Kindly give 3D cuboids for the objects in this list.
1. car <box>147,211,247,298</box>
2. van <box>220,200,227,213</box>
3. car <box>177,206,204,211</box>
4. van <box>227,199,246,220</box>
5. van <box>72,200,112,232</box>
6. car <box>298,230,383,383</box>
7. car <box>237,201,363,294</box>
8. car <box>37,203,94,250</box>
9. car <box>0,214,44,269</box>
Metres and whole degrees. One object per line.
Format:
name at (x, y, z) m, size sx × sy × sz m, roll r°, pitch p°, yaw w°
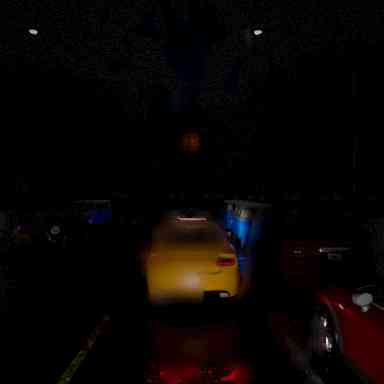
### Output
car at (0.031, 1.478, 8.553) m, size 1.882 × 1.535 × 5.008 m, roll 0°, pitch 0°, yaw 0°
van at (2.641, 1.342, 19.603) m, size 1.690 × 1.788 × 3.998 m, roll 0°, pitch 0°, yaw 0°
car at (-0.066, 1.493, 18.054) m, size 2.128 × 1.511 × 4.902 m, roll 0°, pitch 0°, yaw 0°
van at (2.675, 1.342, 14.165) m, size 1.690 × 1.788 × 3.998 m, roll 0°, pitch 0°, yaw 0°
van at (-5.884, 1.342, 19.550) m, size 1.690 × 1.788 × 3.998 m, roll 0°, pitch 0°, yaw 0°
car at (2.743, 1.440, 3.290) m, size 1.967 × 1.590 × 4.097 m, roll 0°, pitch 0°, yaw 0°
car at (2.709, 1.315, 8.728) m, size 2.192 × 1.841 × 5.009 m, roll 0°, pitch 0°, yaw 0°
car at (-5.850, 1.441, 14.112) m, size 1.967 × 1.590 × 4.097 m, roll 0°, pitch 0°, yaw 0°
car at (-5.814, 1.526, 8.505) m, size 1.752 × 1.417 × 4.829 m, roll 0°, pitch 0°, yaw 0°
